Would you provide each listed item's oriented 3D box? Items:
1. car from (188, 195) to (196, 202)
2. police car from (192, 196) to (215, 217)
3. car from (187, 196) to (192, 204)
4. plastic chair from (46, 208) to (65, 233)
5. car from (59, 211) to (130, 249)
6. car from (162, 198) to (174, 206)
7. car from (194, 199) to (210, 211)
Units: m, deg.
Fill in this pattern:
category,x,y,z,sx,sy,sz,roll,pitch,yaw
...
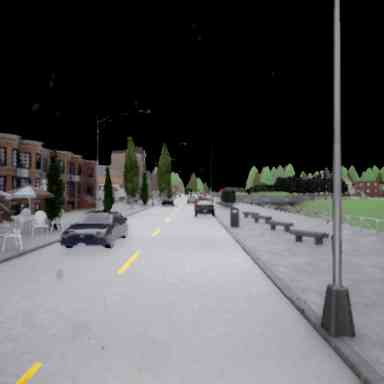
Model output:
category,x,y,z,sx,sy,sz,roll,pitch,yaw
car,-0.013,1.564,80.348,2.033,1.411,5.357,0,0,0
police car,1.177,1.488,32.251,1.930,1.638,5.238,0,0,0
car,-0.010,1.693,65.648,1.994,1.385,4.181,0,0,0
plastic chair,-7.449,1.541,18.163,0.730,1.271,0.750,0,0,-40
car,-4.104,1.577,15.003,2.033,1.411,5.357,0,0,0
car,-4.070,1.711,56.506,1.895,1.301,4.718,0,0,0
car,1.193,1.609,42.137,1.812,1.442,4.674,0,0,0
